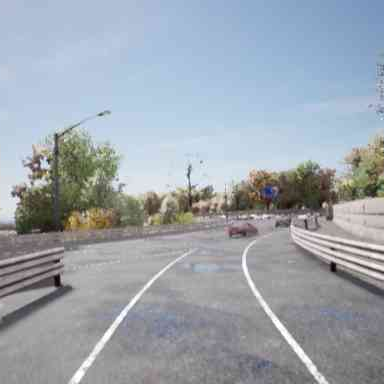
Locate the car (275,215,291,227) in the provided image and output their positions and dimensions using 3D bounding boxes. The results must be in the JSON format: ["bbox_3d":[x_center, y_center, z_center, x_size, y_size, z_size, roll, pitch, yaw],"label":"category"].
[{"bbox_3d":[14.437,4.749,53.039,2.128,1.511,4.902,-3,-4,20],"label":"car"}]

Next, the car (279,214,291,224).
[{"bbox_3d":[19.215,5.550,69.059,2.097,1.767,4.553,-3,-4,12],"label":"car"}]

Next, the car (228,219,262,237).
[{"bbox_3d":[5.217,3.804,34.063,1.812,1.442,4.674,-4,-5,31],"label":"car"}]
